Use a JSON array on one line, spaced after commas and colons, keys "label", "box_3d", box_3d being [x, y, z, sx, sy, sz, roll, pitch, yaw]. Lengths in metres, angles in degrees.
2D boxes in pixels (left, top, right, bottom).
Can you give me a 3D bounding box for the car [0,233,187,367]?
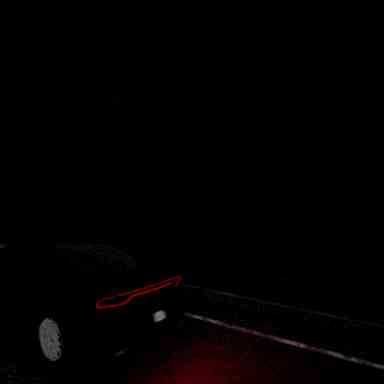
[{"label": "car", "box_3d": [-2.398, 1.483, 5.878, 5.008, 1.535, 1.882, 0, 0, 37]}]
